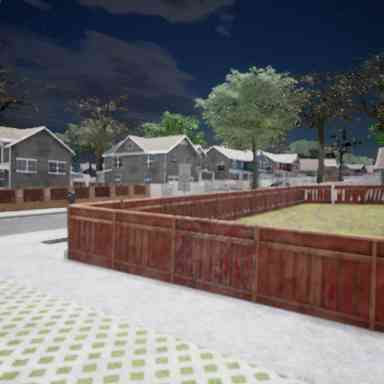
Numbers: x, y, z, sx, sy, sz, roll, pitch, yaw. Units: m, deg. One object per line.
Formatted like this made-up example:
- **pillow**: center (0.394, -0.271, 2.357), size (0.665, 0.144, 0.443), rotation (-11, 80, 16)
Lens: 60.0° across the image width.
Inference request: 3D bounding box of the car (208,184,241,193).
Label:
- **car**: center (3.459, -0.064, 34.742), size (2.128, 1.511, 4.902), rotation (2, 3, 36)

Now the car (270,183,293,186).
- **car**: center (12.885, -1.070, 47.612), size (2.033, 1.411, 5.357), rotation (2, 4, 36)
